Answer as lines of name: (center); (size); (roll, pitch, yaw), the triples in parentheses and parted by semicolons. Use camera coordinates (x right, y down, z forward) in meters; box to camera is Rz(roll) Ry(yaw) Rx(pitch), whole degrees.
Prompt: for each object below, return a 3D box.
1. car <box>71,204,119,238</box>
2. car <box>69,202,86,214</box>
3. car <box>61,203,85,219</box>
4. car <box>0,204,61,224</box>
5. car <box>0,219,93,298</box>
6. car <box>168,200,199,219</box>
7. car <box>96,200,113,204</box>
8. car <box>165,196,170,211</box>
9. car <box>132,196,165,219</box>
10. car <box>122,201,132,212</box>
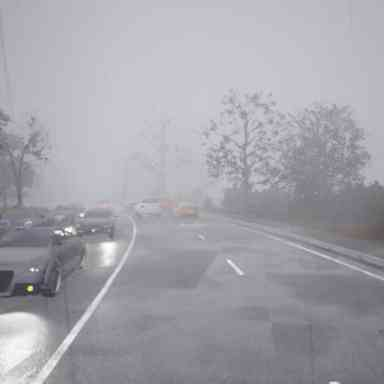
car: (-5.191, 1.664, 18.671); (1.837, 1.490, 4.892); (0, -1, -9)
car: (-15.170, 2.096, 43.960); (1.994, 1.385, 4.181); (-1, -1, -21)
car: (-10.234, 1.783, 26.983); (2.128, 1.511, 4.902); (0, -1, -12)
car: (-8.500, 1.521, 16.958); (2.097, 1.767, 4.553); (0, -1, -8)
car: (-4.077, 1.620, 8.505); (1.994, 1.385, 4.181); (0, 0, -5)
car: (-0.745, 1.727, 32.799); (1.882, 1.535, 5.008); (0, -1, -14)
car: (-11.920, 1.854, 45.257); (2.097, 1.767, 4.553); (-1, -1, -21)
car: (-4.375, 1.616, 44.948); (2.150, 2.045, 5.566); (-1, 0, -19)
car: (-4.439, 1.515, 33.232); (2.150, 2.045, 5.566); (0, 0, -15)
car: (-8.480, 1.958, 45.891); (1.837, 1.490, 4.892); (0, 0, -20)
